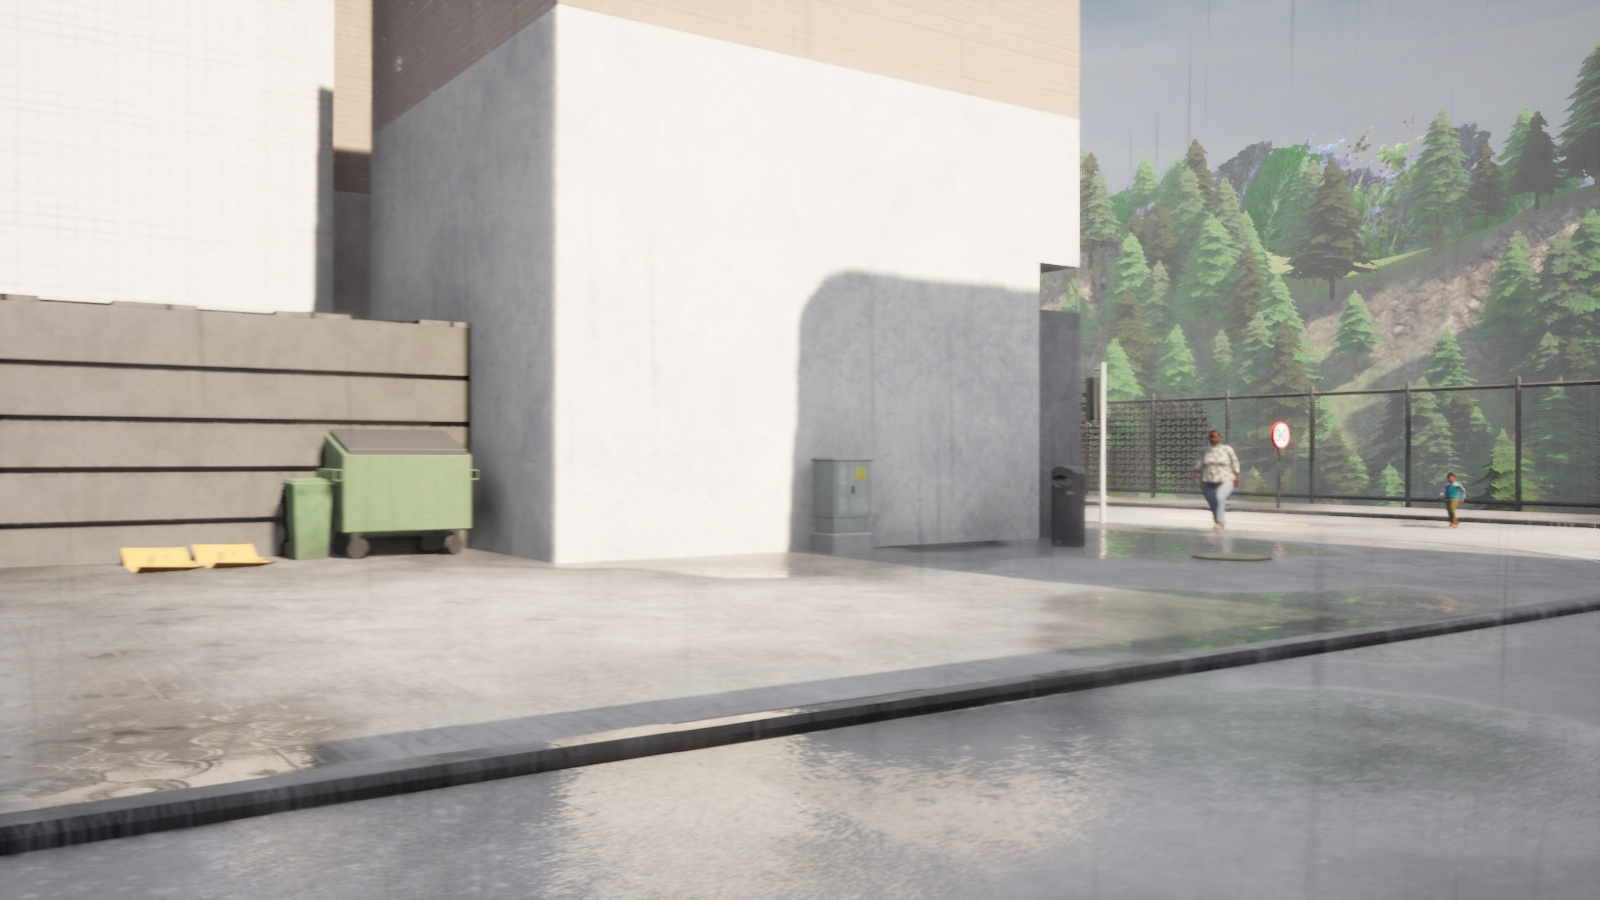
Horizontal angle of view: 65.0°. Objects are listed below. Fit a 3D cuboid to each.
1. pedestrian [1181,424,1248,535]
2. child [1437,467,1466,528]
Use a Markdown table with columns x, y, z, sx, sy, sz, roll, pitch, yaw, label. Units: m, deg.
| x | y | z | sx | sy | sz | roll | pitch | yaw | label |
| --- | --- | --- | --- | --- | --- | --- | --- | --- | --- |
| 7.160 | 0.493 | 21.680 | 0.874 | 1.855 | 0.900 | 0 | 0 | 35 | pedestrian |
| 12.984 | 0.937 | 25.028 | 0.448 | 1.192 | 0.343 | 0 | 0 | -35 | child |
